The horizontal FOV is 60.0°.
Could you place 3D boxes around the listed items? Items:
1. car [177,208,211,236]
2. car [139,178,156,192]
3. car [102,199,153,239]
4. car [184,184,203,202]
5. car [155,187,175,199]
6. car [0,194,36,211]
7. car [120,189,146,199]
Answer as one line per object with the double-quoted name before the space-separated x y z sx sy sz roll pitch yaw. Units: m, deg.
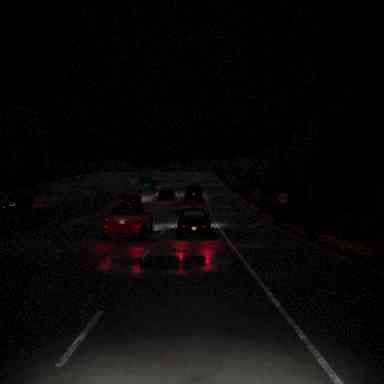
"car" 0.109 1.633 19.256 1.812 1.442 4.674 0 1 0
"car" -6.837 -1.126 51.293 2.150 2.045 5.566 0 7 0
"car" -3.392 1.468 18.264 2.097 1.767 4.553 0 0 0
"car" 0.203 0.058 41.070 2.150 2.045 5.566 0 6 0
"car" -3.281 0.023 43.727 1.882 1.535 5.008 0 7 0
"car" -17.502 1.018 33.395 1.837 1.490 4.892 0 4 1
"car" -6.818 0.776 37.553 1.895 1.301 4.718 0 5 0
